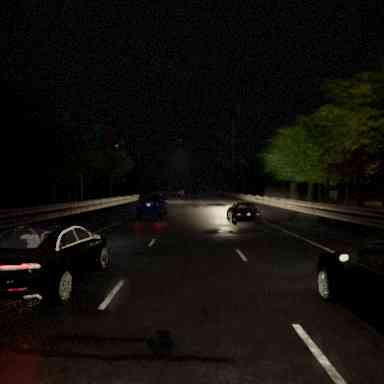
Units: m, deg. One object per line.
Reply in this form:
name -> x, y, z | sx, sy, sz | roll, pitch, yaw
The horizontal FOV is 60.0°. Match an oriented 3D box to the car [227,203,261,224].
car -> 3.603, 1.459, 23.704 | 2.033, 1.411, 5.357 | 0, 0, 0

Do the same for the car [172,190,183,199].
car -> -3.490, 0.762, 75.522 | 1.812, 1.442, 4.674 | 0, 1, 0

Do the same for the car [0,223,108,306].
car -> -3.397, 1.487, 7.972 | 2.128, 1.511, 4.902 | 0, 0, 0

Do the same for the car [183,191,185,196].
car -> -3.489, 0.554, 86.524 | 2.128, 1.511, 4.902 | 0, 1, 0

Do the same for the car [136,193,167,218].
car -> -3.397, 1.087, 28.661 | 2.150, 2.045, 5.566 | 0, 1, 0

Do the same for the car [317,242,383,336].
car -> 3.602, 1.477, 5.180 | 1.882, 1.535, 5.008 | 0, 0, 0
